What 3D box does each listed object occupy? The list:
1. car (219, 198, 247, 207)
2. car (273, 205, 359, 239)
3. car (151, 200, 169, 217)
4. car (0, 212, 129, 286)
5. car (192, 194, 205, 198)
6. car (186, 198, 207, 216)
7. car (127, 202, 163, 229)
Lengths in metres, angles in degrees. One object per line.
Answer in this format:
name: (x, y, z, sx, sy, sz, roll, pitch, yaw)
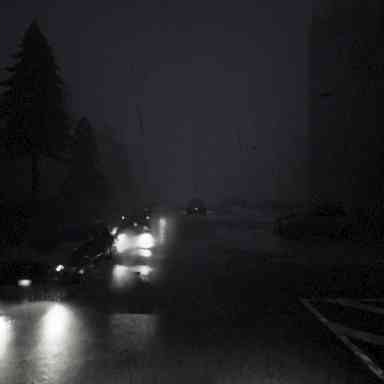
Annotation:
car: (6.118, 1.549, 49.994, 4.181, 1.381, 1.994, 0, 0, 0)
car: (6.225, 1.495, 16.982, 3.988, 1.617, 1.851, 0, 0, 0)
car: (-3.191, 1.505, 30.622, 1.812, 1.442, 4.674, 0, 0, 1)
car: (-3.503, 1.534, 9.685, 2.033, 1.411, 5.357, 0, 0, 1)
car: (0.591, 1.489, 46.704, 1.837, 1.490, 4.892, 0, 0, 1)
car: (0.440, 1.553, 32.951, 1.994, 1.385, 4.181, 0, 0, 1)
car: (-3.267, 1.583, 21.549, 1.895, 1.301, 4.718, 0, 0, 1)
